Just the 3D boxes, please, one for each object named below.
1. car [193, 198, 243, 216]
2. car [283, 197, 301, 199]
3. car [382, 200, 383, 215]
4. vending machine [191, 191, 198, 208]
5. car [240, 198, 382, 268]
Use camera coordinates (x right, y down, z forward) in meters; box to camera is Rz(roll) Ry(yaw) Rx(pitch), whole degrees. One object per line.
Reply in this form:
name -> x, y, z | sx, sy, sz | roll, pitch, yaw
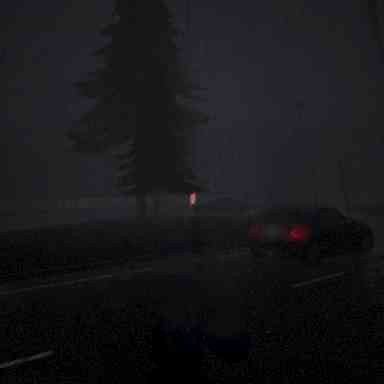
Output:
car -> 2.521, 1.263, 28.587 | 4.902, 1.511, 2.128 | 0, 0, 23
car -> 8.559, 1.212, 29.066 | 1.837, 1.490, 4.892 | 2, -1, -44
car -> 15.017, 1.267, 25.713 | 1.895, 1.301, 4.718 | -1, 0, -21
vending machine -> 0.302, 0.906, 40.169 | 0.880, 2.100, 1.100 | -1, 0, 2
car -> 4.064, 1.232, 11.059 | 4.553, 1.767, 2.097 | -1, 0, -37
